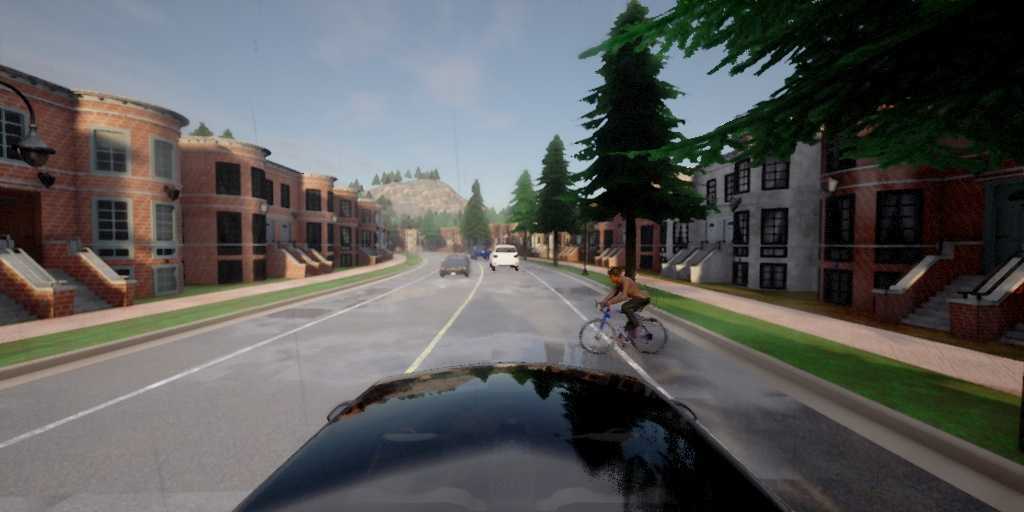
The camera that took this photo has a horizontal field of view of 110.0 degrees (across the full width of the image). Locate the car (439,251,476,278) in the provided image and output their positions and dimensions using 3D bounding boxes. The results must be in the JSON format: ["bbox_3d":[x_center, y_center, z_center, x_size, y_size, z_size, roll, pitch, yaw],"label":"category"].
[{"bbox_3d":[-3.741,0.618,24.479,2.033,1.411,5.357,0,2,-4],"label":"car"}]

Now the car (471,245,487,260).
[{"bbox_3d":[-4.530,-0.499,51.117,2.150,2.045,5.566,0,1,-15],"label":"car"}]

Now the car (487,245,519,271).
[{"bbox_3d":[-0.741,0.119,30.492,2.150,2.045,5.566,0,2,-6],"label":"car"}]

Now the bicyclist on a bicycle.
[{"bbox_3d":[2.069,1.048,6.663,1.656,1.620,0.582,-1,2,0],"label":"bicyclist on a bicycle"}]
